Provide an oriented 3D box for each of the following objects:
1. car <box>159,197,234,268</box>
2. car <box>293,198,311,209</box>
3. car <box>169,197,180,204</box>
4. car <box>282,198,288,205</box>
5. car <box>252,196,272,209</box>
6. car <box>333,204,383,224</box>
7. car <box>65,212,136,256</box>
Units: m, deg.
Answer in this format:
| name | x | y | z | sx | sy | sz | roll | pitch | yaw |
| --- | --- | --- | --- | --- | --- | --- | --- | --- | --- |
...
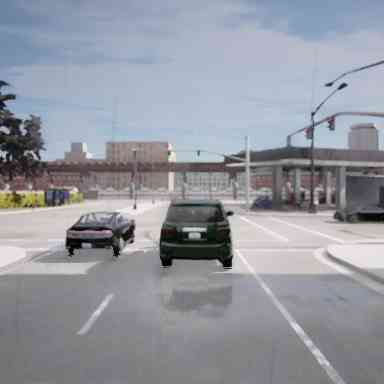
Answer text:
| name | x | y | z | sx | sy | sz | roll | pitch | yaw |
| --- | --- | --- | --- | --- | --- | --- | --- | --- | --- |
| car | 0.284 | 1.255 | 11.623 | 2.150 | 2.045 | 5.566 | 0 | 0 | 5 |
| car | 15.357 | 1.580 | 46.057 | 1.970 | 1.475 | 3.806 | 0 | 0 | 0 |
| car | -3.651 | 1.741 | 70.517 | 1.994 | 1.385 | 4.181 | 0 | 0 | 0 |
| car | 18.755 | 1.773 | 63.944 | 4.718 | 1.301 | 1.895 | 0 | 0 | -27 |
| car | 9.614 | 1.417 | 45.283 | 2.242 | 1.667 | 4.611 | 0 | 0 | 0 |
| car | 12.939 | 1.632 | 25.141 | 4.181 | 1.385 | 1.994 | 0 | 0 | -1 |
| car | -3.432 | 1.528 | 13.287 | 2.128 | 1.511 | 4.902 | 0 | 0 | 0 |
